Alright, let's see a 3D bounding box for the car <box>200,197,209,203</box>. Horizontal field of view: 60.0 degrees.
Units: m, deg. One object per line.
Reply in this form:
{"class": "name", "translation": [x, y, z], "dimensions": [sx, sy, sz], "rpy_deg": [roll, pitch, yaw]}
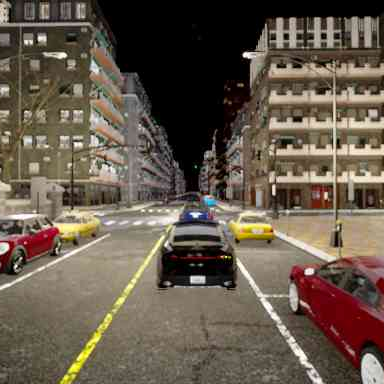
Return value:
{"class": "car", "translation": [2.800, 1.780, 76.599], "dimensions": [2.008, 1.369, 4.403], "rpy_deg": [1, 0, 0]}

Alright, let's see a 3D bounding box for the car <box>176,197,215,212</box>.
{"class": "car", "translation": [0.367, 1.430, 21.521], "dimensions": [2.097, 1.767, 4.553], "rpy_deg": [0, 0, 4]}

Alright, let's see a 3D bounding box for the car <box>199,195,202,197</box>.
{"class": "car", "translation": [2.785, 1.770, 65.258], "dimensions": [1.947, 1.339, 4.313], "rpy_deg": [1, 0, 0]}

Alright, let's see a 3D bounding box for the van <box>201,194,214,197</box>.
{"class": "van", "translation": [2.773, 1.516, 53.915], "dimensions": [1.690, 1.788, 3.998], "rpy_deg": [1, 0, 0]}

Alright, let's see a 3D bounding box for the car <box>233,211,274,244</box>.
{"class": "car", "translation": [2.720, 1.586, 16.093], "dimensions": [1.752, 1.417, 4.829], "rpy_deg": [1, 0, 0]}

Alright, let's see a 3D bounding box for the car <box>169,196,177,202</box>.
{"class": "car", "translation": [-5.566, 1.833, 88.009], "dimensions": [1.802, 1.307, 4.206], "rpy_deg": [1, 0, 0]}

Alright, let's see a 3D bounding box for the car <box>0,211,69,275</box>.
{"class": "car", "translation": [-5.667, 1.480, 10.337], "dimensions": [1.967, 1.590, 4.097], "rpy_deg": [1, 0, 0]}

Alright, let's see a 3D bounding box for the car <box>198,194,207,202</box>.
{"class": "car", "translation": [2.818, 1.567, 87.942], "dimensions": [2.192, 1.841, 5.009], "rpy_deg": [1, 0, 0]}

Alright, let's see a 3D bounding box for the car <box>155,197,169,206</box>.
{"class": "car", "translation": [-5.603, 1.771, 59.654], "dimensions": [1.802, 1.307, 4.206], "rpy_deg": [1, 0, 0]}

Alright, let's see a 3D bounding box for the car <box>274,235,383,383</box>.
{"class": "car", "translation": [2.705, 1.563, 4.689], "dimensions": [1.887, 1.381, 4.507], "rpy_deg": [1, 0, 0]}

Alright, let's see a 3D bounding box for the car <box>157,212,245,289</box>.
{"class": "car", "translation": [0.113, 1.542, 9.225], "dimensions": [1.837, 1.490, 4.892], "rpy_deg": [0, 0, 0]}

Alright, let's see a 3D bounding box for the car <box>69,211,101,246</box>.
{"class": "car", "translation": [-5.660, 1.585, 15.781], "dimensions": [1.752, 1.417, 4.829], "rpy_deg": [1, 0, 0]}
